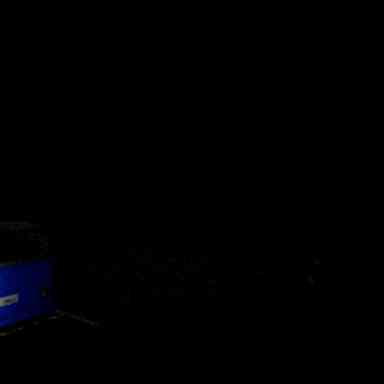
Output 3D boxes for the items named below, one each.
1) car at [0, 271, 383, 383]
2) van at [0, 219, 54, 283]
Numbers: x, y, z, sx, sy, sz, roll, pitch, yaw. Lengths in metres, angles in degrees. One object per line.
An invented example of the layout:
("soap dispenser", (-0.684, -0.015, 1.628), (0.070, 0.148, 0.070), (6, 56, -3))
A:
("car", (0.428, 1.565, 2.653), (4.313, 1.339, 1.947), (0, 0, 35))
("van", (-4.165, 1.337, 5.927), (3.998, 1.788, 1.690), (0, 0, 35))
